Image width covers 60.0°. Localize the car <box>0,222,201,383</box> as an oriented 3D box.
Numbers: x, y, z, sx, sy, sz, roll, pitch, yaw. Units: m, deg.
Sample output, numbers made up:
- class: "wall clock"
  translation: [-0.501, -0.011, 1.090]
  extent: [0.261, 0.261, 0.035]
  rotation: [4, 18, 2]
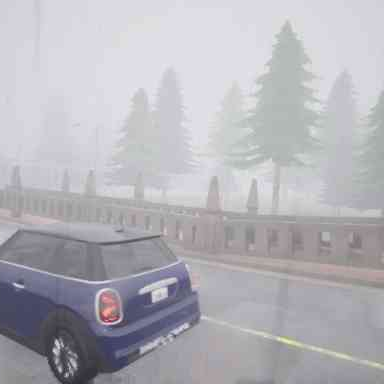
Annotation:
- class: "car"
  translation: [-2.146, 1.290, 5.508]
  extent: [4.553, 1.767, 2.097]
  rotation: [2, 1, 35]
